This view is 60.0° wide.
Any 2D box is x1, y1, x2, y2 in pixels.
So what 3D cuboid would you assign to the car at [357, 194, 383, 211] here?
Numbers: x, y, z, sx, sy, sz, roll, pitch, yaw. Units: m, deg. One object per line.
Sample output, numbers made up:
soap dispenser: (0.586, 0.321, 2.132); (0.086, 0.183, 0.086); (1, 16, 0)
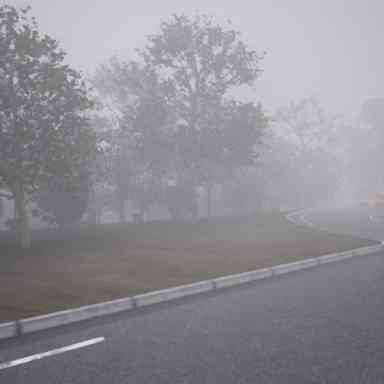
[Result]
car: (19.369, 0.988, 34.471); (4.553, 1.767, 2.097); (-1, 1, -22)
